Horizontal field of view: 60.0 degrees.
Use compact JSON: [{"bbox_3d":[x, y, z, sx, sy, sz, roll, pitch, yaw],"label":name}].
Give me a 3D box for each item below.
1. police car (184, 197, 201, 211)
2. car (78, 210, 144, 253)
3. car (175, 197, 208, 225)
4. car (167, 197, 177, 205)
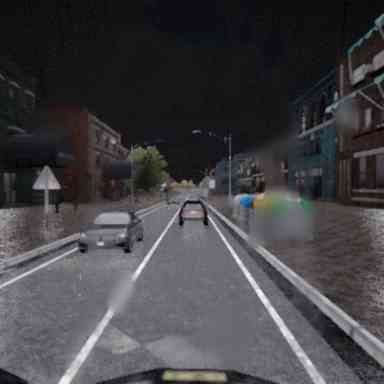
[{"bbox_3d":[0.094,1.437,41.814,2.038,1.542,4.974,0,0,0],"label":"police car"},{"bbox_3d":[-3.102,1.490,13.588,1.812,1.442,4.674,0,0,0],"label":"car"},{"bbox_3d":[0.096,1.369,23.699,2.033,1.649,4.856,0,0,0],"label":"car"},{"bbox_3d":[-3.066,1.528,55.718,1.994,1.385,4.181,0,0,0],"label":"car"}]
